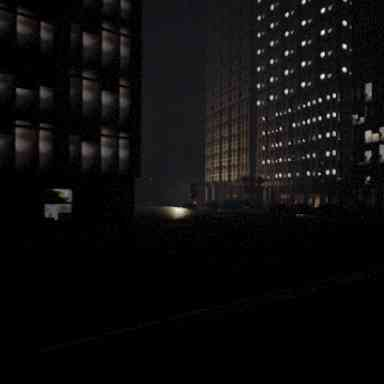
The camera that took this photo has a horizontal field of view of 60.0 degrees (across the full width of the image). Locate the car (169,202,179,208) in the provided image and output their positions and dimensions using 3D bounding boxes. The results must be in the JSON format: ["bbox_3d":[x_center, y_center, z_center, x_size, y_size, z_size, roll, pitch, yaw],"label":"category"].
[{"bbox_3d":[-2.700,2.802,72.963,1.752,1.417,4.829,0,-1,-25],"label":"car"}]

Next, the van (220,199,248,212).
[{"bbox_3d":[6.561,2.190,52.652,1.690,1.788,3.998,0,-1,-25],"label":"van"}]

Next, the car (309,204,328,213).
[{"bbox_3d":[18.856,2.290,45.889,1.947,1.339,4.313,0,-1,-25],"label":"car"}]

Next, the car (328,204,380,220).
[{"bbox_3d":[15.898,1.982,32.178,2.008,1.369,4.403,0,-1,-24],"label":"car"}]

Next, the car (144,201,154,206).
[{"bbox_3d":[-12.102,3.269,93.585,1.887,1.381,4.507,0,-1,-25],"label":"car"}]

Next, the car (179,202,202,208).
[{"bbox_3d":[-0.436,2.722,68.000,2.008,1.369,4.403,0,-1,-25],"label":"car"}]

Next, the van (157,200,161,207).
[{"bbox_3d":[-7.439,2.842,83.354,1.690,1.788,3.998,0,-1,-24],"label":"van"}]

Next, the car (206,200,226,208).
[{"bbox_3d":[4.972,2.529,69.885,1.882,1.535,5.008,1,-1,-24],"label":"car"}]

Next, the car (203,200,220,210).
[{"bbox_3d":[4.663,2.585,63.330,2.128,1.511,4.902,1,-1,-24],"label":"car"}]

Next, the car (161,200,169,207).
[{"bbox_3d":[-5.103,2.935,78.234,1.887,1.381,4.507,0,-1,-25],"label":"car"}]

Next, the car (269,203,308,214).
[{"bbox_3d":[12.719,2.251,45.427,2.033,1.411,5.357,1,-1,-24],"label":"car"}]

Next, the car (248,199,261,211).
[{"bbox_3d":[9.977,2.212,58.995,2.150,2.045,5.566,1,-1,-24],"label":"car"}]
